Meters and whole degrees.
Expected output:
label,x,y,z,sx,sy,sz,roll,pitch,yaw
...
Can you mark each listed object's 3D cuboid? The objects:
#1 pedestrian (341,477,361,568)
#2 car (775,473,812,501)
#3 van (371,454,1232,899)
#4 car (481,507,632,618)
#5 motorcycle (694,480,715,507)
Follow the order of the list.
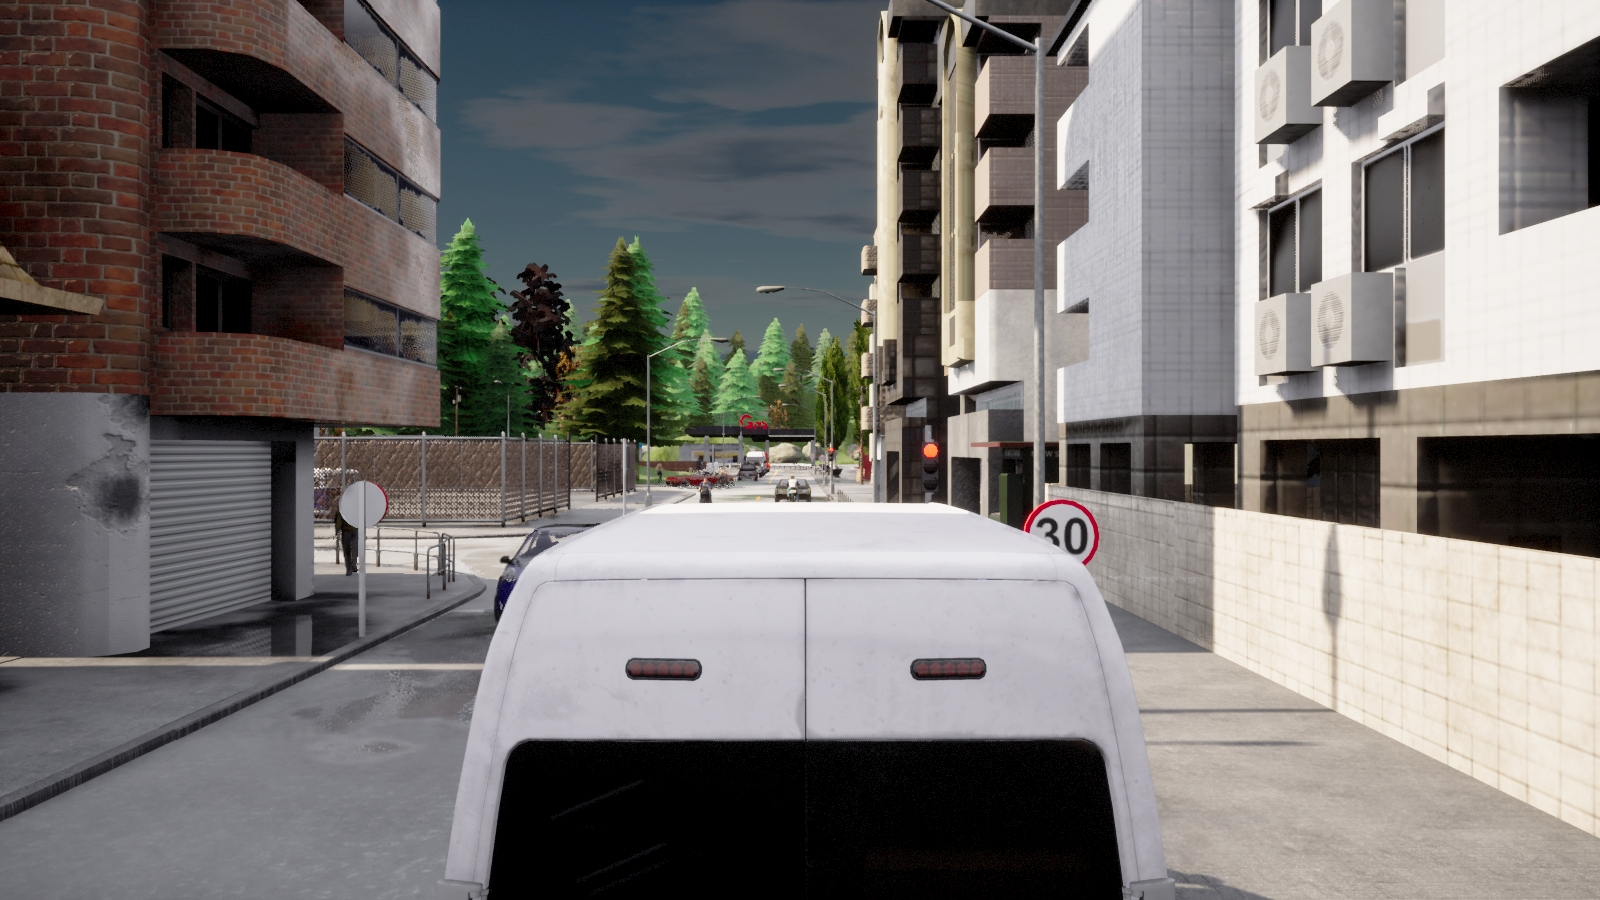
label,x,y,z,sx,sy,sz,roll,pitch,yaw
pedestrian,-9.398,1.506,23.905,0.375,1.860,0.375,0,0,-24
car,-0.339,1.912,60.159,1.895,1.301,4.718,0,0,0
van,-0.009,1.312,5.597,1.988,2.561,5.915,0,0,0
car,-3.986,1.810,19.259,1.845,1.501,3.633,0,0,-1
motorcycle,-4.334,1.973,52.180,0.803,1.145,2.033,0,0,0
